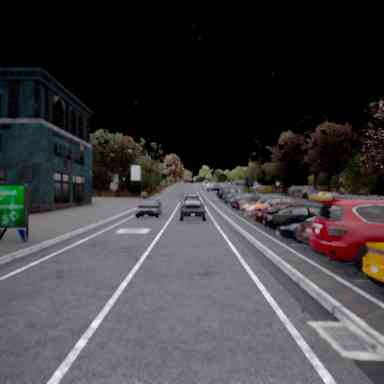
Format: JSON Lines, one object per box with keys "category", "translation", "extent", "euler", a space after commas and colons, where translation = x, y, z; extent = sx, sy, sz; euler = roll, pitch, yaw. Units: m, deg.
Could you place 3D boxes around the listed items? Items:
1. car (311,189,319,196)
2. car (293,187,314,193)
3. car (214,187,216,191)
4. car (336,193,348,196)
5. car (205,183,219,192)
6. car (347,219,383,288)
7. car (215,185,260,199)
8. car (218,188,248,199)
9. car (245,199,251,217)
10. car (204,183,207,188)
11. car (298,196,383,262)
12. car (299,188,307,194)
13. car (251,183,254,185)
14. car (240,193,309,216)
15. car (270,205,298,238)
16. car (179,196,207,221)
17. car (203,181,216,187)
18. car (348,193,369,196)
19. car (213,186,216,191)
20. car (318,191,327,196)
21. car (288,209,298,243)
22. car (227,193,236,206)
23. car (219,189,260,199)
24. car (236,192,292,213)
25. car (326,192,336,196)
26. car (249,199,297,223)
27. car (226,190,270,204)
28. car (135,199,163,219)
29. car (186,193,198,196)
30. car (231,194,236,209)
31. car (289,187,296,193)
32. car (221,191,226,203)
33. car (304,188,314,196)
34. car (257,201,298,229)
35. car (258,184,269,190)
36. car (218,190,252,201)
{"category": "car", "translation": [19.842, 0.771, 46.047], "extent": [5.366, 1.575, 1.946], "euler": [0, 3, 0]}
{"category": "car", "translation": [19.709, 0.418, 54.541], "extent": [4.674, 1.452, 2.002], "euler": [0, 3, 0]}
{"category": "car", "translation": [6.672, 0.273, 57.205], "extent": [4.792, 1.488, 2.163], "euler": [0, 3, 0]}
{"category": "car", "translation": [19.603, 1.066, 37.817], "extent": [5.008, 1.535, 2.097], "euler": [0, 2, 0]}
{"category": "car", "translation": [6.517, -0.878, 89.789], "extent": [4.792, 1.488, 2.163], "euler": [0, 3, 0]}
{"category": "car", "translation": [6.341, 1.500, 7.068], "extent": [5.008, 1.535, 2.097], "euler": [0, 0, 0]}
{"category": "car", "translation": [6.622, 0.407, 48.844], "extent": [5.566, 2.045, 2.435], "euler": [0, 3, 0]}
{"category": "car", "translation": [6.657, 0.264, 54.415], "extent": [4.553, 1.767, 2.185], "euler": [0, 3, 0]}
{"category": "car", "translation": [6.448, 1.425, 23.786], "extent": [4.674, 1.452, 2.002], "euler": [0, 1, 0]}
{"category": "car", "translation": [6.566, -1.074, 92.559], "extent": [5.008, 1.535, 2.097], "euler": [0, 3, 0]}
{"category": "car", "translation": [6.391, 1.241, 9.851], "extent": [5.566, 2.045, 2.435], "euler": [0, 0, 0]}
{"category": "car", "translation": [19.718, 0.553, 51.632], "extent": [4.792, 1.488, 2.163], "euler": [0, 3, 0]}
{"category": "car", "translation": [19.610, -1.045, 92.487], "extent": [4.792, 1.488, 2.163], "euler": [0, 3, 0]}
{"category": "car", "translation": [6.493, 1.214, 26.570], "extent": [4.553, 1.767, 2.185], "euler": [0, 1, 0]}
{"category": "car", "translation": [6.367, 1.501, 15.421], "extent": [4.792, 1.488, 2.163], "euler": [0, 0, 0]}
{"category": "car", "translation": [0.059, 1.310, 25.558], "extent": [1.837, 1.490, 4.892], "euler": [0, 1, 0]}
{"category": "car", "translation": [6.603, -1.491, 95.314], "extent": [5.566, 2.045, 2.435], "euler": [0, 3, 0]}
{"category": "car", "translation": [19.585, 1.151, 34.900], "extent": [4.892, 1.521, 2.231], "euler": [0, 2, 0]}
{"category": "car", "translation": [6.630, 0.127, 59.986], "extent": [4.792, 1.488, 2.163], "euler": [0, 3, 0]}
{"category": "car", "translation": [19.612, 0.909, 43.396], "extent": [4.792, 1.488, 2.163], "euler": [0, 2, 0]}
{"category": "car", "translation": [6.377, 1.524, 12.635], "extent": [4.674, 1.452, 2.002], "euler": [0, 0, 0]}
{"category": "car", "translation": [6.482, 1.182, 34.927], "extent": [4.792, 1.488, 2.163], "euler": [0, 2, 0]}
{"category": "car", "translation": [6.570, 0.779, 46.068], "extent": [4.892, 1.521, 2.231], "euler": [0, 2, 0]}
{"category": "car", "translation": [6.509, 1.161, 29.350], "extent": [4.553, 1.767, 2.185], "euler": [0, 1, 0]}
{"category": "car", "translation": [19.619, 0.977, 40.605], "extent": [5.008, 1.535, 2.097], "euler": [0, 2, 0]}
{"category": "car", "translation": [6.423, 1.422, 20.996], "extent": [5.008, 1.535, 2.097], "euler": [0, 1, 0]}
{"category": "car", "translation": [6.496, 0.947, 37.709], "extent": [4.553, 1.767, 2.185], "euler": [0, 2, 0]}
{"category": "car", "translation": [-3.390, 1.322, 27.340], "extent": [2.033, 1.411, 5.357], "euler": [0, 1, 0]}
{"category": "car", "translation": [0.007, 0.922, 41.920], "extent": [2.128, 1.511, 4.902], "euler": [0, 2, 0]}
{"category": "car", "translation": [6.524, 1.253, 32.140], "extent": [4.792, 1.488, 2.163], "euler": [0, 1, 0]}
{"category": "car", "translation": [19.726, 0.272, 57.322], "extent": [4.674, 1.452, 2.002], "euler": [0, 3, 0]}
{"category": "car", "translation": [6.531, 0.917, 43.293], "extent": [4.792, 1.488, 2.163], "euler": [0, 2, 0]}
{"category": "car", "translation": [19.859, 0.651, 48.840], "extent": [5.366, 1.575, 1.946], "euler": [0, 3, 0]}
{"category": "car", "translation": [6.407, 1.451, 18.207], "extent": [5.008, 1.535, 2.097], "euler": [0, 0, 0]}
{"category": "car", "translation": [19.607, -0.750, 87.078], "extent": [5.008, 1.535, 2.097], "euler": [0, 3, 0]}
{"category": "car", "translation": [6.604, 0.528, 51.646], "extent": [5.008, 1.535, 2.097], "euler": [0, 3, 0]}
